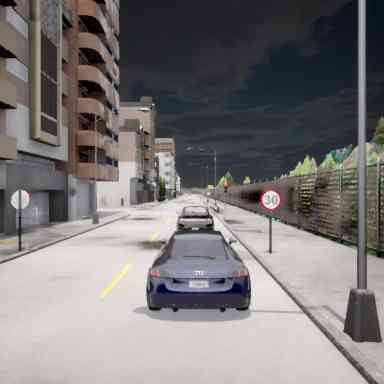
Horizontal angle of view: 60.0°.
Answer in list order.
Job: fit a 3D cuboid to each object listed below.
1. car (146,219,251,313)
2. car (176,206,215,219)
[{"bbox_3d":[0.130,1.564,7.775,1.994,1.385,4.181,0,0,0],"label":"car"},{"bbox_3d":[0.184,1.491,17.690,2.128,1.511,4.902,0,0,1],"label":"car"}]
